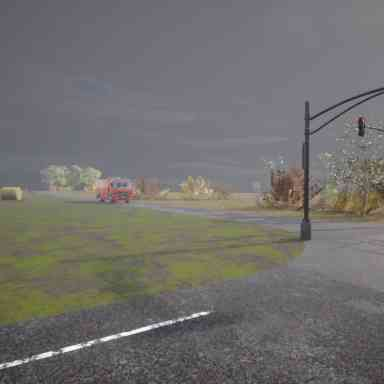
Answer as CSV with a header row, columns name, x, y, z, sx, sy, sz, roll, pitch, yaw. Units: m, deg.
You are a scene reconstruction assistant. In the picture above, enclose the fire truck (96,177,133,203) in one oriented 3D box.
name,x,y,z,sx,sy,sz,roll,pitch,yaw
fire truck,-11.796,-0.354,50.011,2.891,3.827,8.468,1,0,-32
